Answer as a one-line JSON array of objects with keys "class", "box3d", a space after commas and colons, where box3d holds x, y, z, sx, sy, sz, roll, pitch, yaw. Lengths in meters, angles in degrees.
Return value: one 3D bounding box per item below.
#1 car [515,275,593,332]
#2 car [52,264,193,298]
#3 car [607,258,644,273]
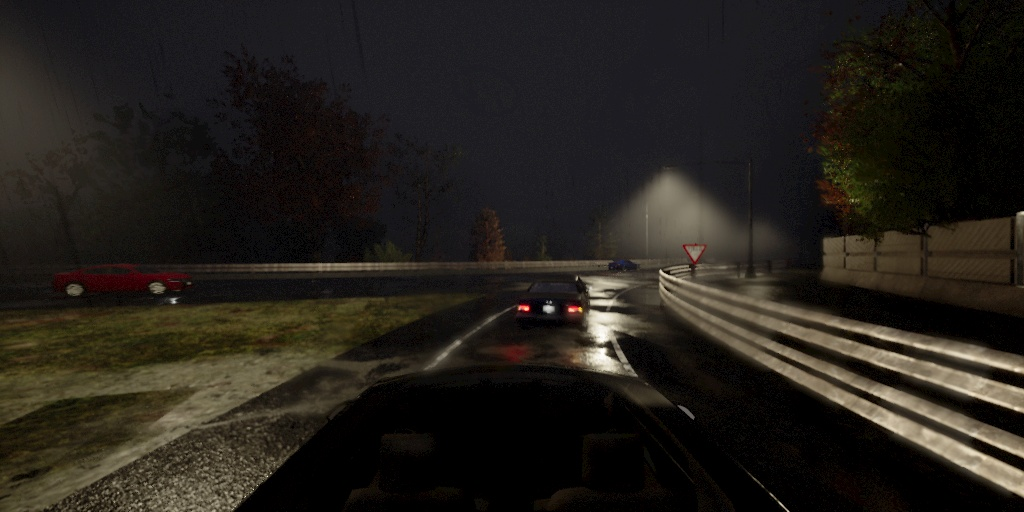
[{"class": "car", "box3d": [1.407, 1.270, 10.808, 2.033, 1.411, 5.357, 0, 0, 13]}, {"class": "car", "box3d": [-19.305, 1.157, 18.012, 5.008, 1.535, 1.882, 0, 1, -18]}, {"class": "car", "box3d": [13.108, 1.128, 42.153, 4.674, 1.442, 1.812, 0, 0, -39]}]
